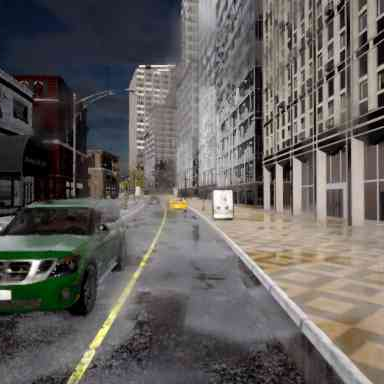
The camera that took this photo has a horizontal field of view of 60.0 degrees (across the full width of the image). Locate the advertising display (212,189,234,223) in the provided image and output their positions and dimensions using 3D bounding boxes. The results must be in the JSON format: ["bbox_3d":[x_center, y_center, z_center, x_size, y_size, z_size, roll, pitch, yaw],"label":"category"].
[{"bbox_3d":[2.271,1.026,24.410,1.540,2.440,0.280,-1,-1,-3],"label":"advertising display"}]

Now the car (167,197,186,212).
[{"bbox_3d":[-1.736,1.467,39.445,1.882,1.535,5.008,0,0,-5],"label":"car"}]

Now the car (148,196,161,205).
[{"bbox_3d":[-6.463,1.495,57.779,1.812,1.442,4.674,0,0,-6],"label":"car"}]

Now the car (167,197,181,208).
[{"bbox_3d":[-2.705,1.508,49.566,1.812,1.442,4.674,0,0,-6],"label":"car"}]

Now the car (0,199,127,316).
[{"bbox_3d":[-2.976,1.222,7.852,2.150,2.045,5.566,0,0,-1],"label":"car"}]
